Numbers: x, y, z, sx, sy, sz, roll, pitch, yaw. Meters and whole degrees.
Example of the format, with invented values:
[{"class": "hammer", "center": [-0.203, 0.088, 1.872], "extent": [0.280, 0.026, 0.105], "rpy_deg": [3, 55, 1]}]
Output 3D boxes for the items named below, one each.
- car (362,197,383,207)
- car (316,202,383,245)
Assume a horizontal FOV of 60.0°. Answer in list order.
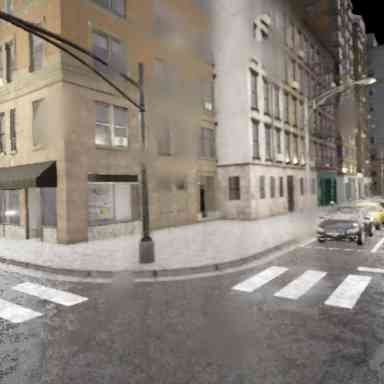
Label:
[{"class": "car", "center": [9.628, 1.196, 18.376], "extent": [1.752, 1.417, 4.829], "rpy_deg": [-2, 0, 36]}, {"class": "car", "center": [6.571, 1.327, 14.126], "extent": [2.008, 1.369, 4.403], "rpy_deg": [-2, 0, 36]}]
